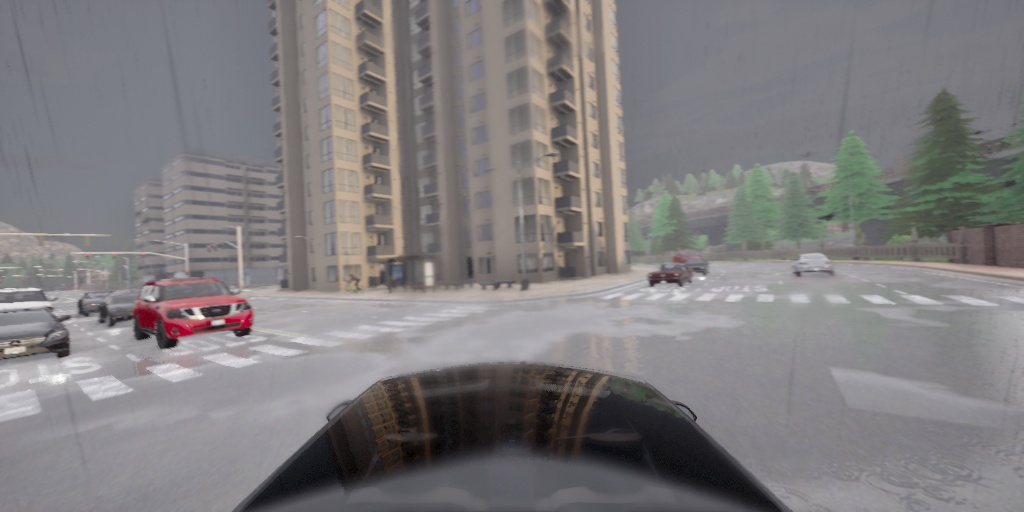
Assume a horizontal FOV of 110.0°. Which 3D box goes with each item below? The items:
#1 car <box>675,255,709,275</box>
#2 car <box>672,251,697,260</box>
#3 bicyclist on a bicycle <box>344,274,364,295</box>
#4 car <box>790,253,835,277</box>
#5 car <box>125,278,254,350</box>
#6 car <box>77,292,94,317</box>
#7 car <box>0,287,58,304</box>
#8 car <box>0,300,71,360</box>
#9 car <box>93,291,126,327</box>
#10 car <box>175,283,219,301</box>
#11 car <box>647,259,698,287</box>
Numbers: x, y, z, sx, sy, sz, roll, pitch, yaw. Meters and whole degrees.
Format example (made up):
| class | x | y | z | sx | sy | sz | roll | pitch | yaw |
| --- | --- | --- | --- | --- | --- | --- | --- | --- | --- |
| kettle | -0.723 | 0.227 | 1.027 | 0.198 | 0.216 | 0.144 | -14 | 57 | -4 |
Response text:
| class | x | y | z | sx | sy | sz | roll | pitch | yaw |
| --- | --- | --- | --- | --- | --- | --- | --- | --- | --- |
| car | 15.773 | 0.877 | 30.779 | 2.033 | 1.411 | 5.357 | -4 | -1 | 32 |
| car | 19.799 | 0.484 | 40.635 | 2.150 | 2.045 | 5.566 | -3 | -1 | 11 |
| bicyclist on a bicycle | -12.326 | 2.184 | 27.913 | 0.582 | 1.620 | 1.656 | -4 | -1 | 35 |
| car | 19.625 | 0.528 | 23.513 | 1.812 | 1.442 | 4.674 | -4 | -1 | 34 |
| car | -11.000 | 1.787 | 12.252 | 5.566 | 2.045 | 2.150 | -4 | -1 | 35 |
| car | -27.886 | 3.174 | 24.342 | 4.902 | 1.511 | 2.128 | -4 | -1 | 36 |
| car | -22.324 | 2.466 | 16.028 | 5.566 | 2.045 | 2.150 | -4 | -1 | 35 |
| car | -14.418 | 2.248 | 10.399 | 4.674 | 1.442 | 1.812 | -4 | -1 | 35 |
| car | -19.586 | 2.637 | 18.385 | 4.892 | 1.490 | 1.837 | -4 | -1 | 36 |
| car | -30.930 | 3.513 | 35.209 | 4.902 | 1.511 | 2.128 | -4 | -1 | 35 |
| car | 9.771 | 1.122 | 22.015 | 1.895 | 1.301 | 4.718 | -4 | -1 | 35 |
